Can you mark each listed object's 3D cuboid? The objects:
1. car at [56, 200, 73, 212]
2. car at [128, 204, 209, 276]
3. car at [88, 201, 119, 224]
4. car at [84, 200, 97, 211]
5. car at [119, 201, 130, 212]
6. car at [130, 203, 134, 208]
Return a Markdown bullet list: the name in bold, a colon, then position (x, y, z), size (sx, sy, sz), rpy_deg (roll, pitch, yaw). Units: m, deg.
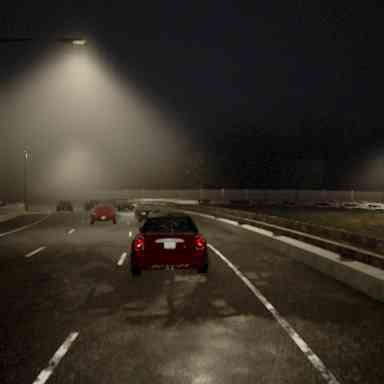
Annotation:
- **car**: position (-16.719, 1.818, 43.620), size (1.812, 1.442, 4.674), rpy_deg (0, 0, -24)
- **car**: position (-0.753, 1.412, 10.760), size (2.097, 1.767, 4.553), rpy_deg (0, 0, -5)
- **car**: position (-6.916, 1.689, 26.217), size (1.812, 1.442, 4.674), rpy_deg (0, 0, -13)
- **car**: position (-13.469, 1.812, 44.892), size (1.812, 1.442, 4.674), rpy_deg (0, 0, -24)
- **car**: position (-8.995, 1.862, 43.454), size (1.895, 1.301, 4.718), rpy_deg (0, 0, -22)
- **car**: position (-3.744, 1.708, 28.170), size (2.033, 1.411, 5.357), rpy_deg (0, 0, -15)
